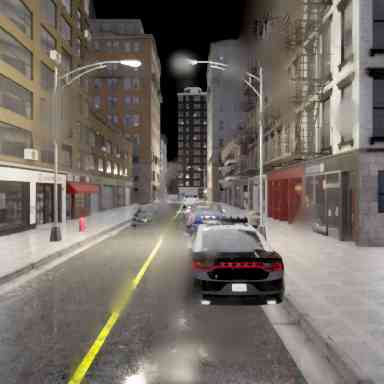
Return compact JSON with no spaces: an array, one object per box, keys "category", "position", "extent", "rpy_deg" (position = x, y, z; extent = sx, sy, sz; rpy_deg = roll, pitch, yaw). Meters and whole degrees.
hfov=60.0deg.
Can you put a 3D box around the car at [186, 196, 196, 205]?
[{"category":"car","position":[-0.194,1.515,60.738],"extent":[1.812,1.442,4.674],"rpy_deg":[0,0,0]}]

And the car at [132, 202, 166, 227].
[{"category":"car","position":[-2.821,1.498,22.500],"extent":[1.837,1.490,4.892],"rpy_deg":[0,0,0]}]

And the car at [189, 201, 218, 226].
[{"category":"car","position":[0.749,1.471,24.143],"extent":[1.882,1.535,5.008],"rpy_deg":[0,0,0]}]

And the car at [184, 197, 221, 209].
[{"category":"car","position":[0.767,1.346,18.113],"extent":[2.097,1.767,4.553],"rpy_deg":[0,0,0]}]

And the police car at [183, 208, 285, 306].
[{"category":"police car","position":[0.799,1.424,8.253],"extent":[1.930,1.638,5.238],"rpy_deg":[0,0,0]}]

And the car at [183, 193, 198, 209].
[{"category":"car","position":[-0.111,1.210,45.939],"extent":[2.150,2.045,5.566],"rpy_deg":[0,0,0]}]
